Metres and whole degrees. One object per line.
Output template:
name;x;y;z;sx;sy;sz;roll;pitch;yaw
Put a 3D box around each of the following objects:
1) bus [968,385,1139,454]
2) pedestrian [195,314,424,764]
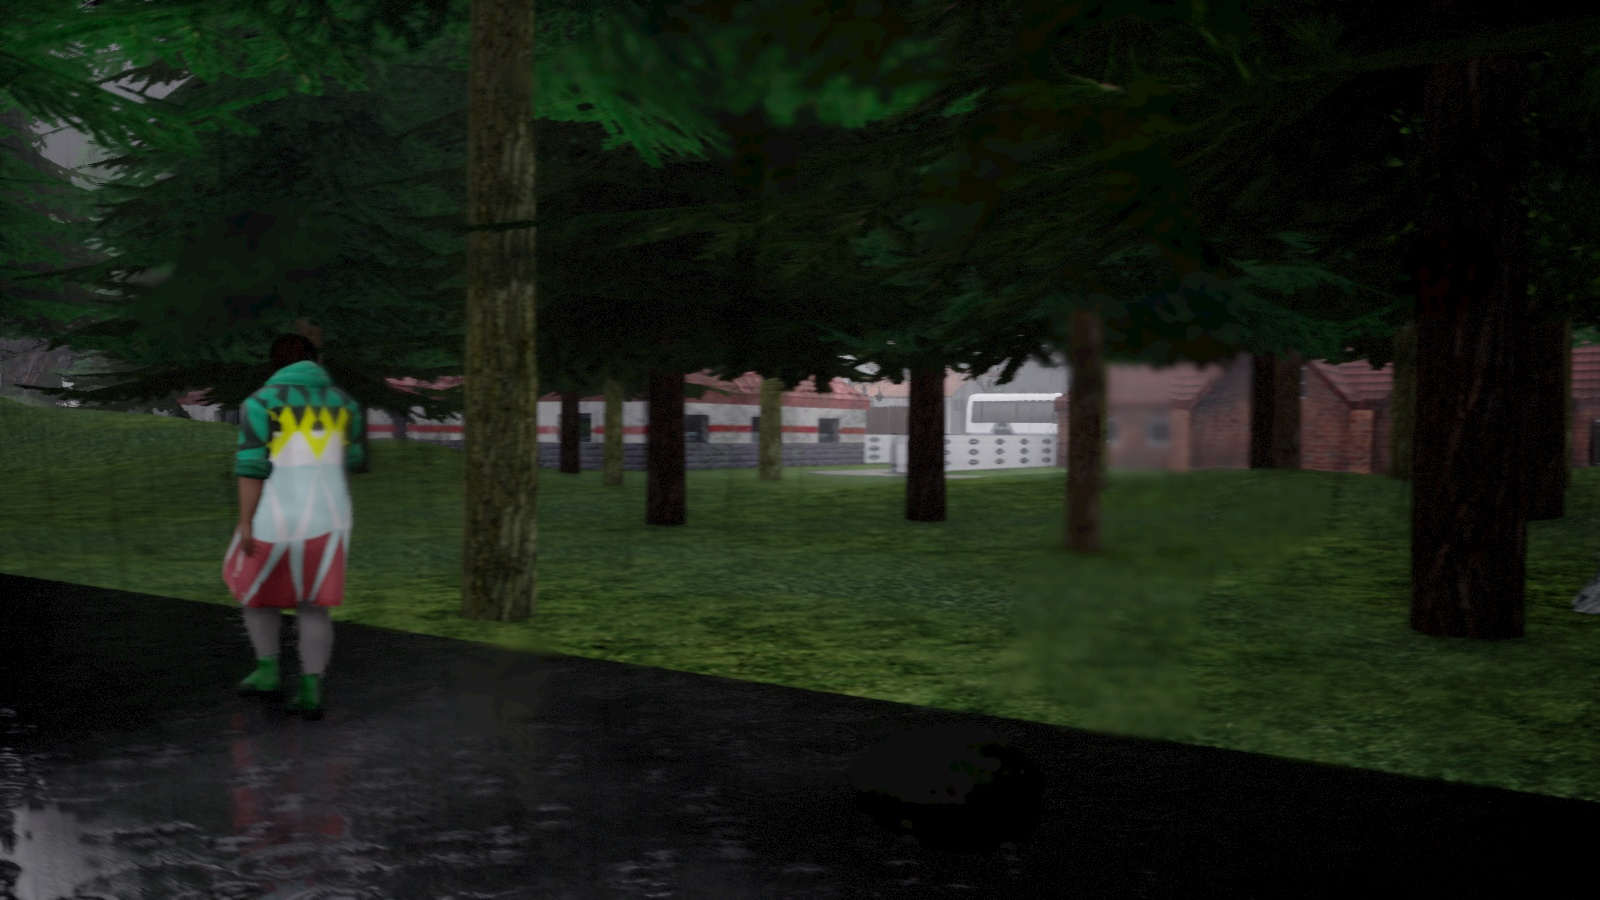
bus;16.527;-1.915;82.257;10.273;4.253;3.944;0;1;34
pedestrian;-2.337;0.381;5.977;0.873;1.952;0.659;0;1;41
